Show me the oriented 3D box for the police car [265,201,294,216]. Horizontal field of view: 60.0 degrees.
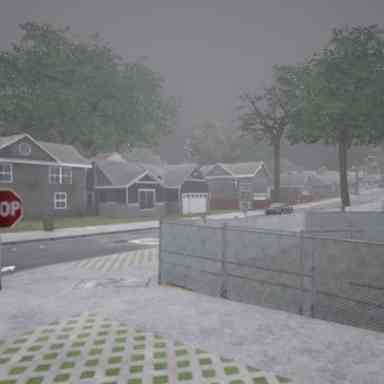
[{"bbox_3d":[9.813,1.866,37.467,1.930,1.638,5.238,-1,0,36],"label":"police car"}]
